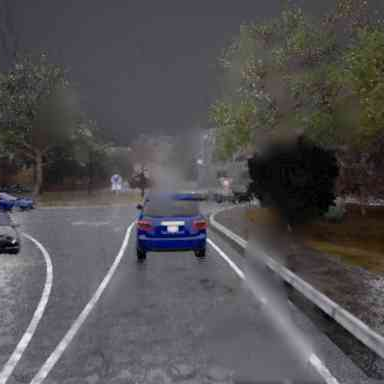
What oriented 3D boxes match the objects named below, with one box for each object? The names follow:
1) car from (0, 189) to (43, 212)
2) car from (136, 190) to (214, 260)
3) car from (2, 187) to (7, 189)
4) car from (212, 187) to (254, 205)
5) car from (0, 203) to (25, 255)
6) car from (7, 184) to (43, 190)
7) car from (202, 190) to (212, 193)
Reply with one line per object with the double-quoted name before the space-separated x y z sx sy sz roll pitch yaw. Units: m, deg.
"car" -14.349 0.790 24.941 5.008 1.535 1.882 0 3 0
"car" -0.835 1.047 12.058 2.150 2.045 5.566 0 2 -6
"car" -30.348 -0.631 57.922 1.882 1.535 5.008 2 3 44
"car" 4.478 0.265 33.898 2.097 1.767 4.553 2 3 38
"car" -7.509 1.394 12.204 2.033 1.411 5.357 -2 3 -32
"car" -27.713 -0.519 55.978 4.902 1.511 2.128 -2 3 -44
"car" 1.621 0.428 35.947 1.895 1.301 4.718 1 3 26
